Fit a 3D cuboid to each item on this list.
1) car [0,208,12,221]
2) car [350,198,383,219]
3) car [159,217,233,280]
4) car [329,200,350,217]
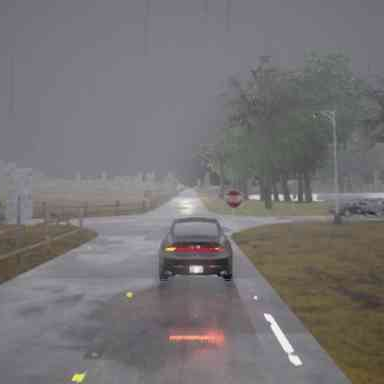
[{"bbox_3d":[-15.424,1.463,24.344,4.902,1.511,2.128,0,-1,1],"label":"car"},{"bbox_3d":[14.769,1.171,24.489,4.902,1.511,2.128,-1,-1,0],"label":"car"},{"bbox_3d":[0.098,1.495,9.879,1.837,1.490,4.892,0,0,0],"label":"car"},{"bbox_3d":[13.835,1.258,27.409,4.892,1.490,1.837,-1,-1,0],"label":"car"}]
